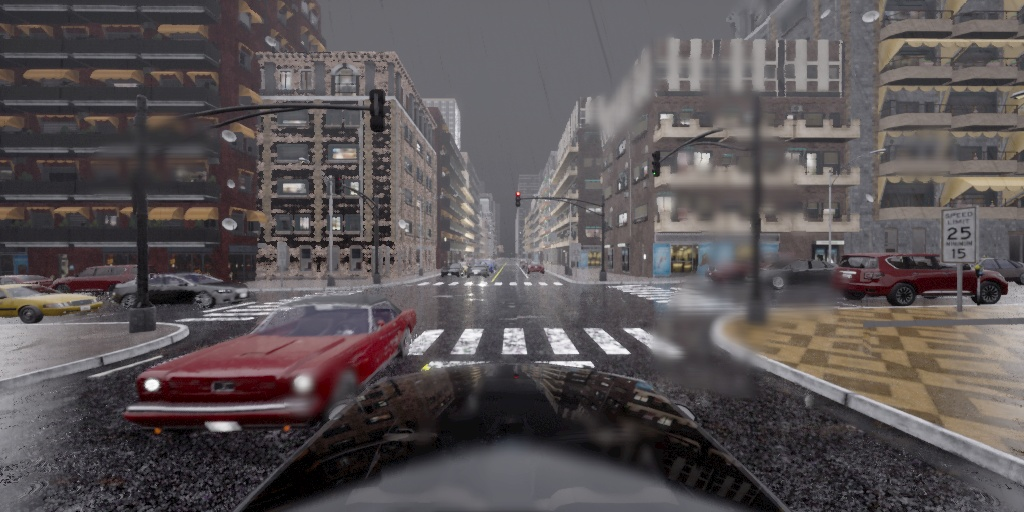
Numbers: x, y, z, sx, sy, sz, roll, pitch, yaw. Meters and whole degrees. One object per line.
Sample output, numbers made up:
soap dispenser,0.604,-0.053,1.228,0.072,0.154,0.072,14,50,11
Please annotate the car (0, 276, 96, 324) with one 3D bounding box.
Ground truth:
car,-17.652,1.585,12.804,4.829,1.417,1.751,0,0,-1

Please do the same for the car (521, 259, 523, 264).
car,2.600,1.200,46.537,1.967,1.591,4.097,0,0,0

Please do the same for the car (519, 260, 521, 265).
car,2.577,1.349,57.902,1.802,1.307,4.207,0,0,0

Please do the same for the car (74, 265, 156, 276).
car,-23.638,1.462,21.088,5.009,1.841,2.192,0,0,-1

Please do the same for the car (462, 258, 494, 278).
car,-3.165,1.247,34.029,2.128,1.511,4.902,0,0,0

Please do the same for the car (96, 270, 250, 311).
car,-14.110,1.477,15.472,4.902,1.511,2.128,-1,0,-2

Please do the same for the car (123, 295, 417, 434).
car,-2.915,1.354,5.686,1.895,1.301,4.718,0,0,-3

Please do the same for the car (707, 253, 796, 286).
car,14.536,0.759,21.530,5.009,1.841,2.192,0,0,-1

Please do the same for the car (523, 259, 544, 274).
car,2.611,1.198,40.855,1.967,1.591,4.097,0,0,0

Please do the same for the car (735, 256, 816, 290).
car,14.936,0.947,18.944,4.892,1.490,1.837,-1,0,-1

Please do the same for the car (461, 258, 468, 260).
car,-5.769,1.284,40.666,1.751,1.417,4.829,0,0,0

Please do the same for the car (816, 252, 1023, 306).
car,14.687,0.775,13.151,5.009,1.841,2.192,0,0,-1

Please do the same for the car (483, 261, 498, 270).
car,-3.196,1.365,53.448,1.895,1.301,4.718,0,0,0

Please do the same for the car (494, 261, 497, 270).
car,-3.183,1.237,43.451,1.882,1.535,5.008,0,0,0

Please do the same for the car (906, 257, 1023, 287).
car,24.727,0.807,19.052,5.357,1.411,2.033,-1,0,-1

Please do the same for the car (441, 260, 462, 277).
car,-5.757,1.322,35.154,1.948,1.339,4.313,0,0,0
